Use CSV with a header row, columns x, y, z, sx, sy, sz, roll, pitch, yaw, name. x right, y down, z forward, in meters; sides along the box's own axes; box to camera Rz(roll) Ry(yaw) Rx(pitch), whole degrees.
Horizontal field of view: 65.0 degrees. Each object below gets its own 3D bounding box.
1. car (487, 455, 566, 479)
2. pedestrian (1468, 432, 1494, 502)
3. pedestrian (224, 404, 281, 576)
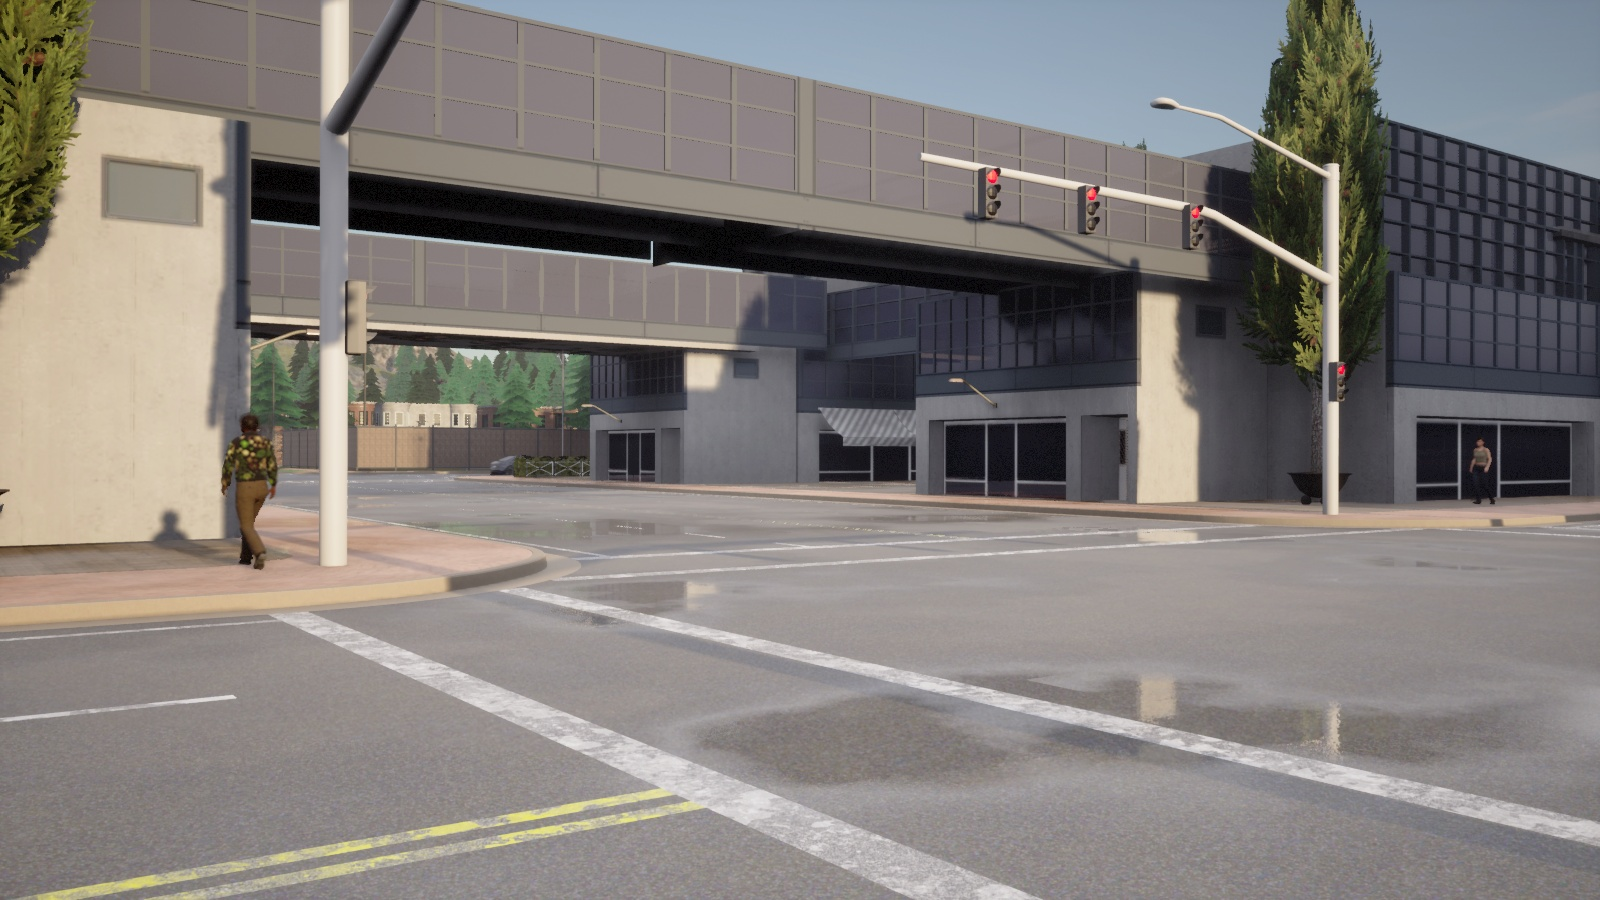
x,y,z,sx,sy,sz,roll,pitch,yaw,name
-16.464,1.029,75.618,4.181,1.385,1.994,0,0,-37,car
18.133,0.447,33.449,0.594,1.836,0.345,0,0,-29,pedestrian
-6.324,0.452,14.488,0.395,1.930,0.692,0,0,-43,pedestrian
